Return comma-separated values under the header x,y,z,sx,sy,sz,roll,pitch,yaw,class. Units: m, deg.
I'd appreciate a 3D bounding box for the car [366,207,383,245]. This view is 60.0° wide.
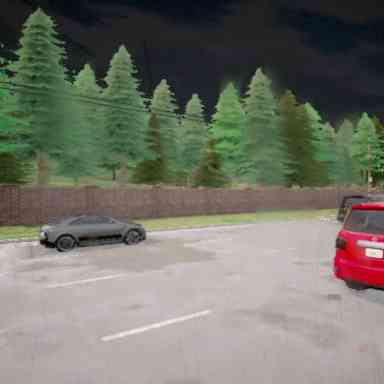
x,y,z,sx,sy,sz,roll,pitch,yaw,class
10.258,1.465,15.370,5.008,1.535,1.882,0,0,-36,car

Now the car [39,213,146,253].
x,y,z,sx,sy,sz,roll,pitch,yaw,class
-4.035,1.560,13.767,4.181,1.385,1.994,0,0,-36,car

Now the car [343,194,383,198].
x,y,z,sx,sy,sz,roll,pitch,yaw,class
11.137,1.207,20.296,5.566,2.045,2.150,0,0,-36,car

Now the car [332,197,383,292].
x,y,z,sx,sy,sz,roll,pitch,yaw,class
5.553,1.216,7.709,5.566,2.045,2.150,0,0,-36,car

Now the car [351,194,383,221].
x,y,z,sx,sy,sz,roll,pitch,yaw,class
15.973,1.201,28.053,5.566,2.045,2.150,0,0,-36,car
